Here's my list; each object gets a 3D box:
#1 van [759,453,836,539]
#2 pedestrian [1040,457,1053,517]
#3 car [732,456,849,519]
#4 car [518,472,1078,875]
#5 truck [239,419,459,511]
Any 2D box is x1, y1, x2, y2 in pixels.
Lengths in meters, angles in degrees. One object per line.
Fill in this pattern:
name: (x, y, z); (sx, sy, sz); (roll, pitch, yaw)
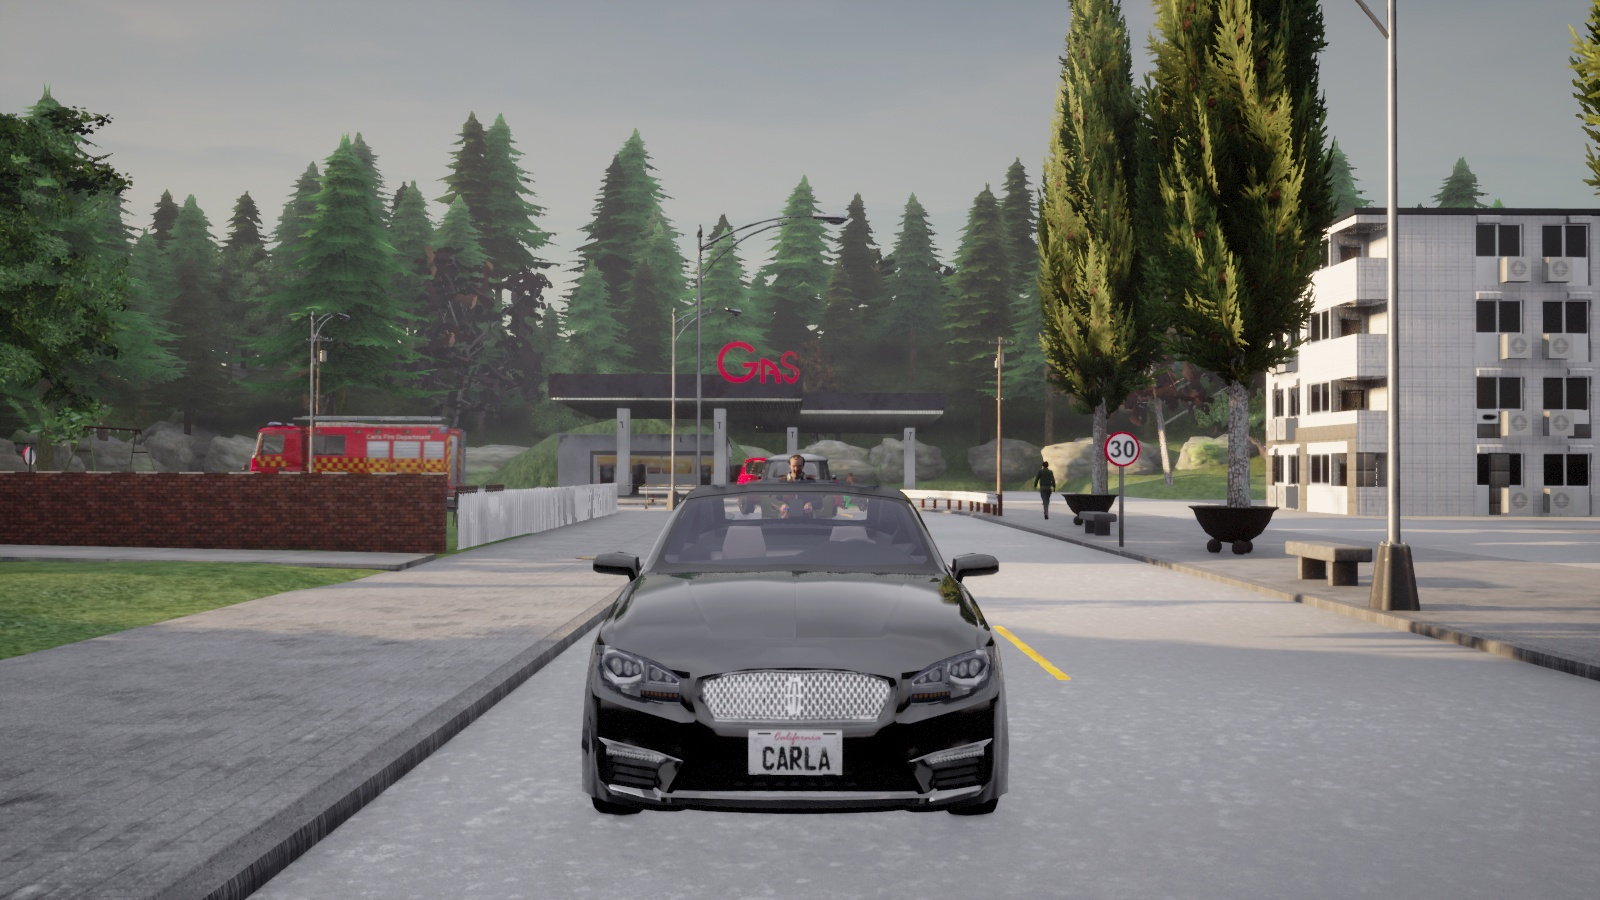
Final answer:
van: (-0.066, 1.089, 31.327); (1.775, 1.987, 4.442); (0, -1, 0)
pedestrian: (7.617, 1.144, 38.796); (0.353, 1.847, 0.614); (0, -1, 8)
car: (-0.426, 1.271, 43.915); (2.150, 2.045, 5.566); (1, -1, -23)
car: (-0.017, 0.892, 7.230); (2.128, 1.511, 4.902); (0, -1, 0)
truck: (-19.333, 0.635, 54.198); (8.468, 3.827, 2.891); (0, -1, -1)
